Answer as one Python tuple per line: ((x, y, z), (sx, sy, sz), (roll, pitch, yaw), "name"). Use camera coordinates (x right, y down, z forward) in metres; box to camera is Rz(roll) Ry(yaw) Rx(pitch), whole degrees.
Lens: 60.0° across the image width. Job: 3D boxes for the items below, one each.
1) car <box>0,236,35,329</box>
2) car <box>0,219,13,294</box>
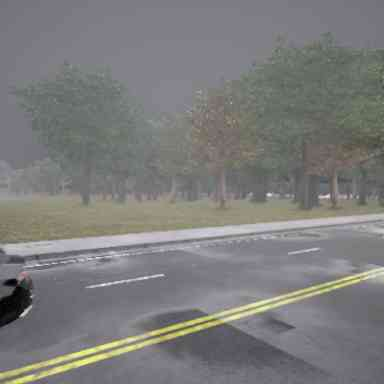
((-4.744, 1.494, 4.294), (4.902, 1.511, 2.128), (0, 0, -36), "car")
((-6.637, 1.494, 6.935), (4.902, 1.511, 2.128), (0, 0, -36), "car")
